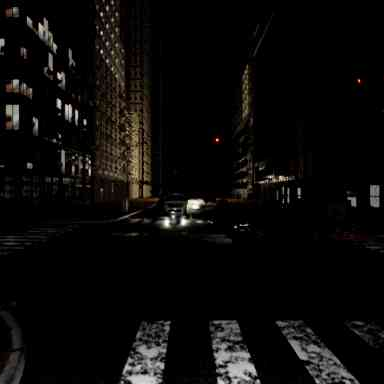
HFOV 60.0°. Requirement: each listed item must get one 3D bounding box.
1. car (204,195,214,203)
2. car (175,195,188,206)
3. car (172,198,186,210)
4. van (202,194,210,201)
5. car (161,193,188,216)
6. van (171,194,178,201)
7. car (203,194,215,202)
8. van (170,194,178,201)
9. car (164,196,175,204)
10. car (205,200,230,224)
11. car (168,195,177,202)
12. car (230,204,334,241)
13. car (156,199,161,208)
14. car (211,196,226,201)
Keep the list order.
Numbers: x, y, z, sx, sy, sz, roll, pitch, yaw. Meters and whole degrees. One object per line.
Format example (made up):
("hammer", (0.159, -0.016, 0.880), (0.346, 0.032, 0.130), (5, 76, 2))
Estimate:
("car", (3.544, 1.431, 69.452), (1.967, 1.590, 4.097), (0, 0, 0))
("car", (-1.758, 1.356, 56.088), (2.097, 1.767, 4.553), (0, 0, -2))
("car", (-1.680, 1.537, 44.208), (1.812, 1.442, 4.674), (0, 0, 0))
("van", (3.463, 1.320, 80.506), (1.690, 1.788, 3.998), (0, 0, 0))
("car", (-1.604, 1.238, 33.749), (2.150, 2.045, 5.566), (0, 0, 0))
("van", (-4.458, 1.314, 85.976), (1.690, 1.788, 3.998), (0, 0, 0))
("car", (3.585, 1.312, 63.923), (2.192, 1.841, 5.009), (0, 0, 0))
("van", (-4.417, 1.320, 80.448), (1.690, 1.788, 3.998), (0, 0, 0))
("car", (-4.295, 1.563, 63.866), (1.947, 1.339, 4.313), (0, 0, 0))
("car", (3.424, 1.549, 23.044), (4.674, 1.442, 1.812), (1, 1, 37))
("car", (-4.377, 1.425, 74.921), (1.967, 1.590, 4.097), (0, 0, 0))
("car", (4.639, 1.582, 16.875), (4.892, 1.490, 1.837), (1, 1, -3))
("car", (-4.173, 1.592, 47.283), (1.802, 1.307, 4.206), (0, 0, 0))
("car", (3.797, 1.579, 41.815), (1.947, 1.339, 4.313), (0, 0, 0))
